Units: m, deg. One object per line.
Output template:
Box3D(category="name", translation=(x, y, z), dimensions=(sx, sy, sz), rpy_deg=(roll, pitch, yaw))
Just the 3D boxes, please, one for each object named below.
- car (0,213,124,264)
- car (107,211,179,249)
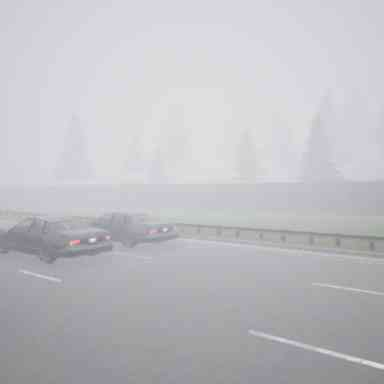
Box3D(category="car", translation=(-5.121, 1.550, 11.863), dimensions=(5.357, 1.411, 2.033), rpy_deg=(0, 0, 36))
Box3D(category="car", translation=(-3.093, 1.550, 14.715), dimensions=(5.357, 1.411, 2.033), rpy_deg=(0, 0, 36))
